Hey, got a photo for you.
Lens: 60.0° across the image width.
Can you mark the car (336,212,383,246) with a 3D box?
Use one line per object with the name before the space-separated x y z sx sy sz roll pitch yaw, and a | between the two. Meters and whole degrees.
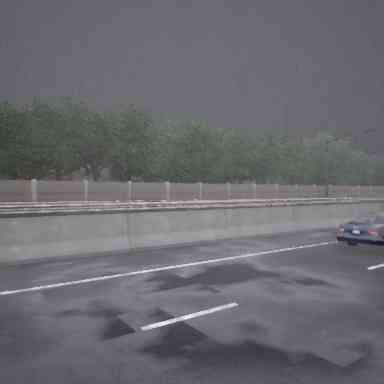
car | 8.271 1.557 14.068 5.357 1.411 2.033 0 0 -35
